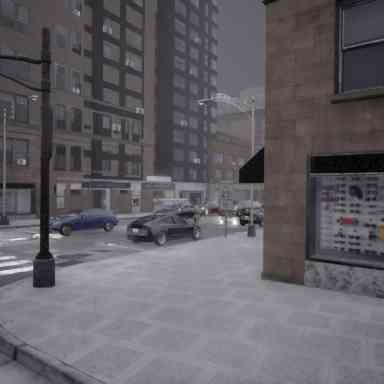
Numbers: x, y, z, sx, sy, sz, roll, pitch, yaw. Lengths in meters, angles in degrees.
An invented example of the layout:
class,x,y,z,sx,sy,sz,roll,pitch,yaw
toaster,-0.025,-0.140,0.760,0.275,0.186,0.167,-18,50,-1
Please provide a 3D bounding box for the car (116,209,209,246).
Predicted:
class,x,y,z,sx,sy,sz,roll,pitch,yaw
car,-1.296,1.764,16.431,1.947,1.339,4.313,0,0,36

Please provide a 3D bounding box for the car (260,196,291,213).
class,x,y,z,sx,sy,sz,roll,pitch,yaw
car,10.948,1.573,43.462,2.150,2.045,5.566,1,0,33

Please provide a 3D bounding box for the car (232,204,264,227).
class,x,y,z,sx,sy,sz,roll,pitch,yaw
car,5.146,1.850,25.340,1.947,1.339,4.313,0,0,36

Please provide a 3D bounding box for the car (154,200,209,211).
class,x,y,z,sx,sy,sz,roll,pitch,yaw
car,-1.057,1.671,26.916,2.128,1.511,4.902,1,0,36

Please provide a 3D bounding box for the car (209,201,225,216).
class,x,y,z,sx,sy,sz,roll,pitch,yaw
car,1.460,1.646,34.790,1.967,1.590,4.097,0,0,36

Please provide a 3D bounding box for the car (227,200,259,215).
class,x,y,z,sx,sy,sz,roll,pitch,yaw
car,4.815,1.613,35.018,2.097,1.767,4.553,1,0,36

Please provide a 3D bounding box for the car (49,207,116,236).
class,x,y,z,sx,sy,sz,roll,pitch,yaw
car,-6.431,1.634,19.483,1.812,1.442,4.674,1,0,38

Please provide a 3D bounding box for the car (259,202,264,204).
class,x,y,z,sx,sy,sz,roll,pitch,yaw
car,7.801,1.823,43.560,1.752,1.417,4.829,0,0,36
